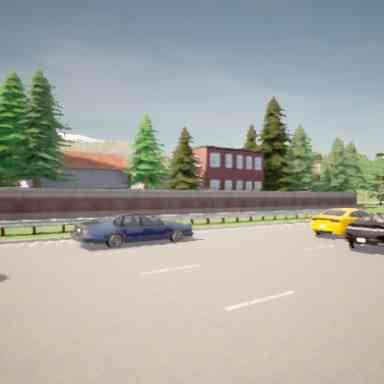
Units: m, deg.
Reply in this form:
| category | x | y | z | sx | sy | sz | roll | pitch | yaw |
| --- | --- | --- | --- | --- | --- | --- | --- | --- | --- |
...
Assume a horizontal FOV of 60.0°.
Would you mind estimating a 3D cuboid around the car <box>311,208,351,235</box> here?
| category | x | y | z | sx | sy | sz | roll | pitch | yaw |
| --- | --- | --- | --- | --- | --- | --- | --- | --- | --- |
| car | 8.727 | 1.645 | 18.558 | 5.008 | 1.535 | 1.882 | 0 | 0 | -35 |

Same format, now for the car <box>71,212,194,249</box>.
| category | x | y | z | sx | sy | sz | roll | pitch | yaw |
| --- | --- | --- | --- | --- | --- | --- | --- | --- | --- |
| car | -2.505 | 1.610 | 14.854 | 5.357 | 1.411 | 2.033 | 1 | 0 | -35 |

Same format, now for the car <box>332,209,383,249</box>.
| category | x | y | z | sx | sy | sz | roll | pitch | yaw |
| --- | --- | --- | --- | --- | --- | --- | --- | --- | --- |
| car | 8.396 | 1.632 | 14.026 | 4.902 | 1.511 | 2.128 | 1 | 0 | -35 |
